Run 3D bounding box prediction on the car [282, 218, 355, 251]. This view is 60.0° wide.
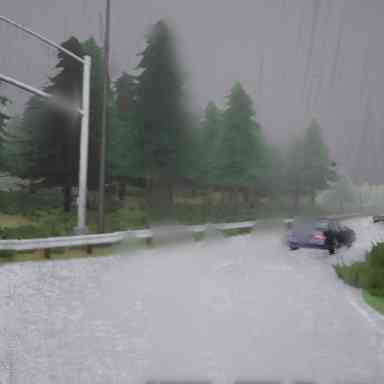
[{"bbox_3d":[5.786,1.858,14.801,2.033,1.411,5.357,0,-2,37],"label":"car"}]

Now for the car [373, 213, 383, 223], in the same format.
[{"bbox_3d":[23.838,3.278,41.532,1.895,1.301,4.718,0,-2,34],"label":"car"}]
